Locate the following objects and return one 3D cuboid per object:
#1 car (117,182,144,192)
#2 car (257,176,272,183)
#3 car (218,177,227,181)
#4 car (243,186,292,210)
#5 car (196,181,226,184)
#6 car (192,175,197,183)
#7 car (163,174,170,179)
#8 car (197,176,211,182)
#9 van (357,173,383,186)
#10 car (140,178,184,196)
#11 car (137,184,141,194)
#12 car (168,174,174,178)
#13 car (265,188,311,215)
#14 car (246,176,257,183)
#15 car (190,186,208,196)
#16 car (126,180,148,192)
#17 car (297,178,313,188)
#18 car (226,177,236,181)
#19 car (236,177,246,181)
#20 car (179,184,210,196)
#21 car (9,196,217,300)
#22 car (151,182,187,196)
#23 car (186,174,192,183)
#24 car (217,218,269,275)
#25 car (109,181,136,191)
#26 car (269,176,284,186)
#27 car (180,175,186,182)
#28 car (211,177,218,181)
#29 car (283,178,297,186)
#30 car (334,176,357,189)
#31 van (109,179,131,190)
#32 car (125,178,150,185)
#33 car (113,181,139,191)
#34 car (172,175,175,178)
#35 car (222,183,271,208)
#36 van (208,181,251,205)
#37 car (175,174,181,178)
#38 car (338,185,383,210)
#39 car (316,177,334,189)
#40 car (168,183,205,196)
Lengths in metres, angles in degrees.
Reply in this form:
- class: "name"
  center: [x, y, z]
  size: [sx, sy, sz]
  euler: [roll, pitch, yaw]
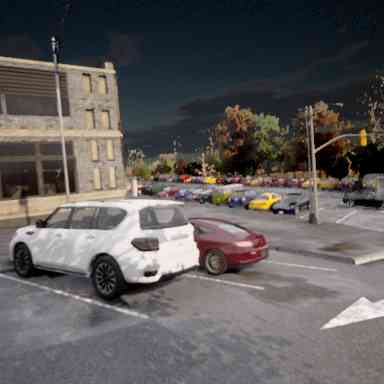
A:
- class: "car"
  center: [-12.544, -1.069, 67.610]
  size: [2.231, 1.521, 4.892]
  euler: [1, 7, 45]
- class: "car"
  center: [13.501, -1.855, 56.033]
  size: [2.185, 1.767, 4.553]
  euler: [1, 6, 42]
- class: "car"
  center: [8.106, -2.224, 66.566]
  size: [2.163, 1.488, 4.792]
  euler: [2, 6, 44]
- class: "car"
  center: [7.140, 0.719, 30.312]
  size: [1.946, 1.575, 5.366]
  euler: [0, 6, 40]
- class: "car"
  center: [2.479, -0.398, 48.129]
  size: [2.033, 1.411, 5.357]
  euler: [-6, 5, -28]
- class: "car"
  center: [2.930, -2.928, 77.217]
  size: [2.185, 1.767, 4.553]
  euler: [1, 6, 45]
- class: "car"
  center: [-4.635, -3.647, 93.293]
  size: [5.366, 1.575, 1.946]
  euler: [-7, 6, -44]
- class: "car"
  center: [4.222, -2.665, 74.568]
  size: [2.097, 1.535, 5.008]
  euler: [1, 6, 45]
- class: "van"
  center: [22.020, -1.211, 40.415]
  size: [1.878, 1.987, 4.442]
  euler: [1, 6, 40]
- class: "car"
  center: [-4.549, -0.506, 51.365]
  size: [2.435, 2.045, 5.566]
  euler: [0, 7, 43]
- class: "car"
  center: [-5.927, -0.384, 54.049]
  size: [2.097, 1.535, 5.008]
  euler: [0, 7, 43]
- class: "car"
  center: [-3.248, -3.490, 90.747]
  size: [4.792, 1.488, 2.163]
  euler: [-7, 6, -44]
- class: "car"
  center: [8.362, 0.911, 27.511]
  size: [2.163, 1.488, 4.792]
  euler: [0, 7, 40]
- class: "car"
  center: [12.278, -1.881, 58.821]
  size: [1.946, 1.575, 5.366]
  euler: [1, 6, 43]
- class: "car"
  center: [2.560, 0.384, 38.049]
  size: [2.231, 1.521, 4.892]
  euler: [0, 6, 41]
- class: "car"
  center: [-8.615, -0.654, 59.448]
  size: [2.097, 1.535, 5.008]
  euler: [1, 7, 44]
- class: "car"
  center: [17.632, -1.344, 48.114]
  size: [1.946, 1.575, 5.366]
  euler: [1, 6, 41]
- class: "car"
  center: [9.445, -2.123, 63.944]
  size: [2.097, 1.535, 5.008]
  euler: [1, 6, 44]
- class: "car"
  center: [10.814, -2.119, 61.322]
  size: [2.185, 1.767, 4.553]
  euler: [2, 6, 43]
- class: "car"
  center: [1.121, 0.298, 40.701]
  size: [2.002, 1.452, 4.674]
  euler: [1, 7, 41]
- class: "car"
  center: [-2.448, 1.230, 8.612]
  size: [5.566, 2.045, 2.435]
  euler: [-1, 0, 35]
- class: "car"
  center: [-3.147, -0.083, 48.686]
  size: [2.002, 1.452, 4.674]
  euler: [1, 7, 42]
- class: "car"
  center: [1.694, -2.944, 79.929]
  size: [4.892, 1.521, 2.231]
  euler: [-7, 6, -45]
- class: "car"
  center: [0.048, 1.514, 10.337]
  size: [4.674, 1.452, 2.002]
  euler: [-1, 0, 35]
- class: "car"
  center: [-15.235, -1.334, 72.928]
  size: [1.946, 1.575, 5.366]
  euler: [1, 7, 45]
- class: "car"
  center: [14.919, -1.566, 53.454]
  size: [2.002, 1.452, 4.674]
  euler: [1, 5, 42]
- class: "car"
  center: [0.321, -3.074, 82.487]
  size: [5.366, 1.575, 1.946]
  euler: [-7, 6, -44]
- class: "car"
  center: [6.832, -2.365, 69.272]
  size: [2.163, 1.488, 4.792]
  euler: [1, 6, 44]
- class: "car"
  center: [16.327, -1.441, 50.853]
  size: [2.002, 1.452, 4.674]
  euler: [1, 5, 42]
- class: "car"
  center: [20.608, -1.237, 43.057]
  size: [2.185, 1.767, 4.553]
  euler: [1, 5, 41]
- class: "van"
  center: [-16.306, -1.733, 75.860]
  size: [4.442, 1.987, 1.878]
  euler: [-9, 7, -44]
- class: "car"
  center: [-11.246, -1.056, 64.880]
  size: [2.185, 1.767, 4.553]
  euler: [1, 7, 44]
- class: "car"
  center: [-13.847, -1.209, 70.329]
  size: [2.097, 1.535, 5.008]
  euler: [0, 7, 45]
- class: "car"
  center: [-2.048, -3.341, 87.997]
  size: [4.792, 1.488, 2.163]
  euler: [-7, 6, -44]
- class: "car"
  center: [5.490, 0.503, 32.755]
  size: [2.185, 1.767, 4.553]
  euler: [0, 6, 40]
- class: "van"
  center: [4.092, 0.267, 35.486]
  size: [1.878, 1.987, 4.442]
  euler: [0, 6, 41]
- class: "car"
  center: [-0.789, -3.483, 85.319]
  size: [5.566, 2.045, 2.435]
  euler: [-7, 6, -44]
- class: "car"
  center: [14.572, 0.574, 26.726]
  size: [2.128, 1.511, 4.902]
  euler: [-6, 5, -30]
- class: "car"
  center: [19.307, -1.255, 45.808]
  size: [1.946, 1.575, 5.366]
  euler: [1, 5, 41]
- class: "car"
  center: [-0.325, 0.173, 43.355]
  size: [2.002, 1.452, 4.674]
  euler: [0, 6, 42]
